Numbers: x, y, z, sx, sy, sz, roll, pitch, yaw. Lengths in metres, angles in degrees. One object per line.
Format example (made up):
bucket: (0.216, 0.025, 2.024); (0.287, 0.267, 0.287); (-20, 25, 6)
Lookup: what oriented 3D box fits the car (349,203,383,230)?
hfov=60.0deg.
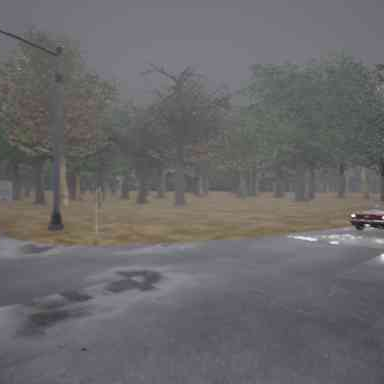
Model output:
car: (9.649, 1.124, 15.747); (4.718, 1.301, 1.895); (-1, 0, -29)
